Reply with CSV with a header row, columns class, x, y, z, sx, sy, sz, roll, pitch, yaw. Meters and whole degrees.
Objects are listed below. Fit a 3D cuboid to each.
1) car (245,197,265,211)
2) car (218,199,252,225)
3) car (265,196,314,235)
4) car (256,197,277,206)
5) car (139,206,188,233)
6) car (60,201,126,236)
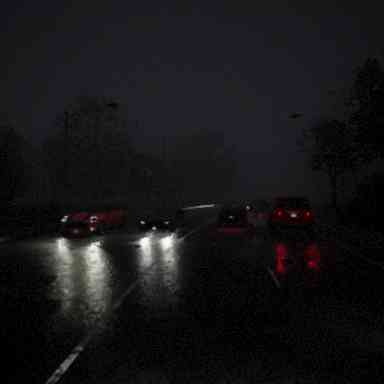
class,x,y,z,sx,sy,sz,roll,pitch,yaw
car,8.459,1.566,41.459,2.128,1.511,4.902,0,0,22
car,3.124,1.514,24.456,1.882,1.535,5.008,0,0,12
car,5.587,1.262,19.326,2.150,2.045,5.566,0,0,10
car,13.415,1.655,59.829,2.033,1.411,5.357,0,0,31
car,-1.548,1.563,20.398,2.033,1.411,5.357,0,0,10
car,-5.341,1.352,18.522,2.097,1.767,4.553,0,0,10
